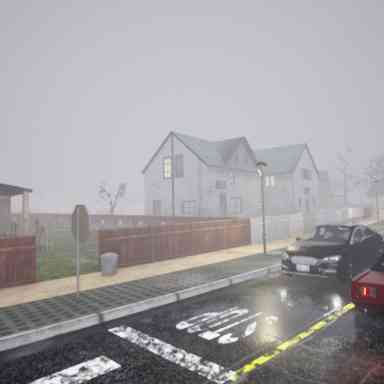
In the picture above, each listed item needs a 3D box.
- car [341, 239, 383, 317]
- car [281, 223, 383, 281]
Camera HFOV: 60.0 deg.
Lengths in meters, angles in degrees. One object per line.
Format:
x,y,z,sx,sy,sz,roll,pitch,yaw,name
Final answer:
5.008,1.711,6.808,1.895,1.301,4.718,-4,-4,45,car
4.646,1.793,10.664,2.128,1.511,4.902,-4,-4,44,car
